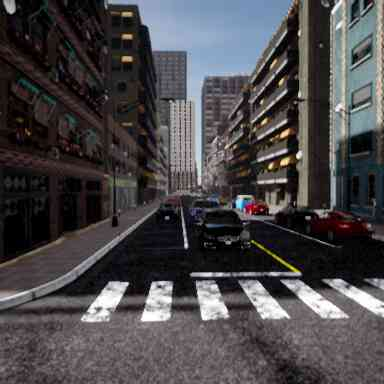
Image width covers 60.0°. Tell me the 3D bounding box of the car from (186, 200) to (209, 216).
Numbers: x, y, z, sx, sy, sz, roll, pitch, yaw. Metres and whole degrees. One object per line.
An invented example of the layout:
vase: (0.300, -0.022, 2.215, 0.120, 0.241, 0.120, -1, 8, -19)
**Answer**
car: (0.449, 1.519, 32.770, 1.994, 1.385, 4.181, 0, 0, -2)

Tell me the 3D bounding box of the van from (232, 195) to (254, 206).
van: (6.034, 1.285, 37.945, 1.690, 1.788, 3.998, -1, 0, -2)

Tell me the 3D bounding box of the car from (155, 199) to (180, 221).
car: (-1.918, 1.530, 26.599, 1.947, 1.339, 4.313, -1, 0, -2)

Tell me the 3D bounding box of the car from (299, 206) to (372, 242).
car: (6.879, 1.552, 15.868, 1.802, 1.307, 4.206, -1, 0, -2)

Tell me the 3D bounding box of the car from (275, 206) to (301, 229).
car: (6.668, 1.528, 21.387, 1.947, 1.339, 4.313, -1, 0, -2)

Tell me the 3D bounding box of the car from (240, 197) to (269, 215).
car: (6.246, 1.494, 32.426, 1.887, 1.381, 4.507, -1, 0, -2)

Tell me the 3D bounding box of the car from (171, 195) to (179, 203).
car: (-3.598, 1.448, 70.585, 1.752, 1.417, 4.829, -1, 0, -2)

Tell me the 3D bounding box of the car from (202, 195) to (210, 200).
car: (3.928, 1.451, 93.139, 2.008, 1.369, 4.403, -1, 0, -2)

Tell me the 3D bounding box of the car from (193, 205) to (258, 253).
car: (1.166, 1.483, 13.778, 1.837, 1.490, 4.892, 0, 0, -2)

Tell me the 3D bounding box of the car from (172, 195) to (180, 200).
car: (-4.236, 1.478, 87.313, 1.947, 1.339, 4.313, -1, 0, -2)

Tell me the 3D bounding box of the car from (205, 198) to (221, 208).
car: (3.016, 1.535, 49.311, 1.895, 1.301, 4.718, 0, 0, -2)

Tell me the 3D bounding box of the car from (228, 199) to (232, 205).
car: (5.825, 1.504, 43.465, 1.947, 1.339, 4.313, -1, 0, -2)

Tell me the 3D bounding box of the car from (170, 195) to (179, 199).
car: (-2.550, 1.491, 43.158, 1.887, 1.381, 4.507, -1, 0, -2)

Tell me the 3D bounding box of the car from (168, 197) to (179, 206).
car: (-2.972, 1.518, 54.197, 1.802, 1.307, 4.206, -1, 0, -2)

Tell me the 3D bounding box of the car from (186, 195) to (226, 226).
car: (0.829, 1.319, 22.800, 2.097, 1.767, 4.553, 0, 0, -2)

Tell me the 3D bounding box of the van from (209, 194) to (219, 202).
van: (4.769, 1.255, 71.062, 1.690, 1.788, 3.998, -1, 0, -2)
